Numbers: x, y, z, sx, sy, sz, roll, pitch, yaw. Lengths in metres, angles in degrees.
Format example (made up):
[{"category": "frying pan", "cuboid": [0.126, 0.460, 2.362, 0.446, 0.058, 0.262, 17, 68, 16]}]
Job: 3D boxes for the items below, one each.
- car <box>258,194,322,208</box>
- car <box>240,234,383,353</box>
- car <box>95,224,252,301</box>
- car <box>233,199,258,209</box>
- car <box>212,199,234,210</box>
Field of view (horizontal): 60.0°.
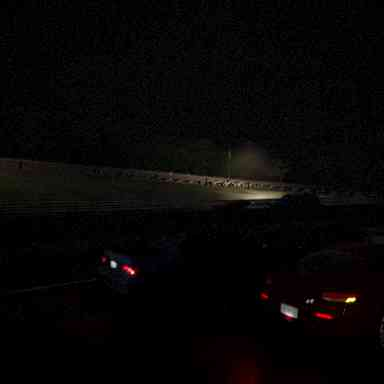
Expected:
[{"category": "car", "cuboid": [8.276, 1.207, 27.037, 5.566, 2.045, 2.150, 0, 0, -35]}, {"category": "car", "cuboid": [3.273, 1.521, 6.094, 4.674, 1.442, 1.812, 0, 0, -35]}, {"category": "car", "cuboid": [0.416, 1.544, 8.359, 5.357, 1.411, 2.033, 0, 0, -36]}, {"category": "car", "cuboid": [6.295, 1.511, 29.921, 4.674, 1.442, 1.812, 0, 0, -35]}, {"category": "car", "cuboid": [4.230, 1.463, 32.748, 5.008, 1.535, 1.882, 0, 0, -35]}]
